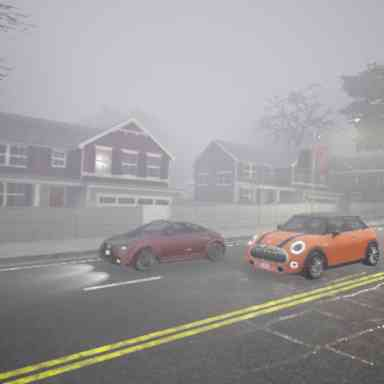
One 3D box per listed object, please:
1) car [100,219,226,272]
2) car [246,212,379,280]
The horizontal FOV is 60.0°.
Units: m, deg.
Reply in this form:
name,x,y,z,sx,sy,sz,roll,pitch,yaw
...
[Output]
name,x,y,z,sx,sy,sz,roll,pitch,yaw
car,-0.872,1.629,11.044,4.181,1.385,1.994,1,0,-35
car,3.831,1.459,10.405,4.553,1.767,2.097,1,-1,-35
